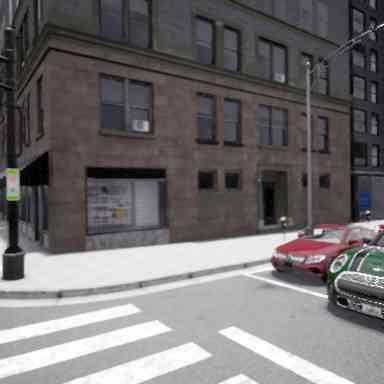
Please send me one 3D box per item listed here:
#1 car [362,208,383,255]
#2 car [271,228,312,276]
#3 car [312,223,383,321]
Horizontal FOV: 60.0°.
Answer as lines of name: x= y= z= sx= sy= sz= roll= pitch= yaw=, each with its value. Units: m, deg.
car: x=8.607 y=1.417 z=12.789 sx=4.097 sy=1.590 sz=1.967 roll=0 pitch=-1 yaw=-35
car: x=4.124 y=1.582 z=9.595 sx=4.206 sy=1.307 sz=1.802 roll=0 pitch=-1 yaw=-35
car: x=4.790 y=1.348 z=6.788 sx=4.553 sy=1.767 sz=2.097 roll=0 pitch=0 yaw=-35
